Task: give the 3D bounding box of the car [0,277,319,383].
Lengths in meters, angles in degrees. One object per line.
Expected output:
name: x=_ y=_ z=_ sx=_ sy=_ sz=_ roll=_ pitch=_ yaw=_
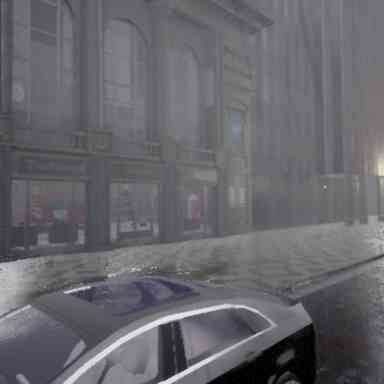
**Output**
car: x=-0.780 y=1.591 z=2.653 sx=4.902 sy=1.511 sz=2.128 roll=1 pitch=-3 yaw=-43
